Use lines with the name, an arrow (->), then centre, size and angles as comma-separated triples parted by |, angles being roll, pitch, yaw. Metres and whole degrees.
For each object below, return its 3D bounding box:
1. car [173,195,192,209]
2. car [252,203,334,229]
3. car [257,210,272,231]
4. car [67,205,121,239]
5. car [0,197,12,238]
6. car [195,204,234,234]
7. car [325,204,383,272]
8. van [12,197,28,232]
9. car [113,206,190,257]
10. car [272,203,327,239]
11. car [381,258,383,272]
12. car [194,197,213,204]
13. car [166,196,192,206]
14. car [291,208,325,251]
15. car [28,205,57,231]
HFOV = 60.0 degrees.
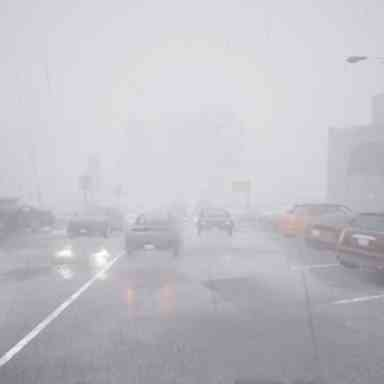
car -> -1.091, 1.192, 40.809 | 1.895, 1.301, 4.718 | 0, 3, 5
car -> 6.357, 1.456, 21.047 | 4.674, 1.452, 2.002 | 1, 0, -20
car -> 6.343, 1.452, 18.084 | 4.792, 1.488, 2.163 | 1, 0, -20
car -> -4.776, 1.437, 17.171 | 1.882, 1.535, 5.008 | 0, 0, 1
car -> -10.774, 1.219, 13.425 | 5.566, 2.045, 2.435 | -1, 0, -18
car -> 1.203, 1.554, 18.759 | 1.895, 1.301, 4.718 | 0, 0, 1
car -> 6.373, 1.320, 9.239 | 4.553, 1.767, 2.185 | 1, 0, -20
van -> -10.819, 1.240, 16.370 | 4.442, 1.987, 1.878 | -1, 0, -18
car -> -1.279, 1.500, 12.812 | 2.128, 1.511, 4.902 | 0, 0, 1
car -> 6.353, 1.305, 15.139 | 4.553, 1.767, 2.185 | 1, 0, -20
car -> 6.416, 1.454, 6.295 | 5.008, 1.535, 2.097 | 1, 0, -20
car -> 1.257, 1.265, 36.330 | 2.128, 1.511, 4.902 | 0, 2, 1
car -> -1.328, 1.405, 29.973 | 2.128, 1.511, 4.902 | 0, 1, 0
car -> 6.419, 1.468, 12.208 | 4.792, 1.488, 2.163 | 1, 0, -20
car -> -10.610, 1.457, 19.406 | 5.008, 1.535, 2.097 | -1, 0, -18
